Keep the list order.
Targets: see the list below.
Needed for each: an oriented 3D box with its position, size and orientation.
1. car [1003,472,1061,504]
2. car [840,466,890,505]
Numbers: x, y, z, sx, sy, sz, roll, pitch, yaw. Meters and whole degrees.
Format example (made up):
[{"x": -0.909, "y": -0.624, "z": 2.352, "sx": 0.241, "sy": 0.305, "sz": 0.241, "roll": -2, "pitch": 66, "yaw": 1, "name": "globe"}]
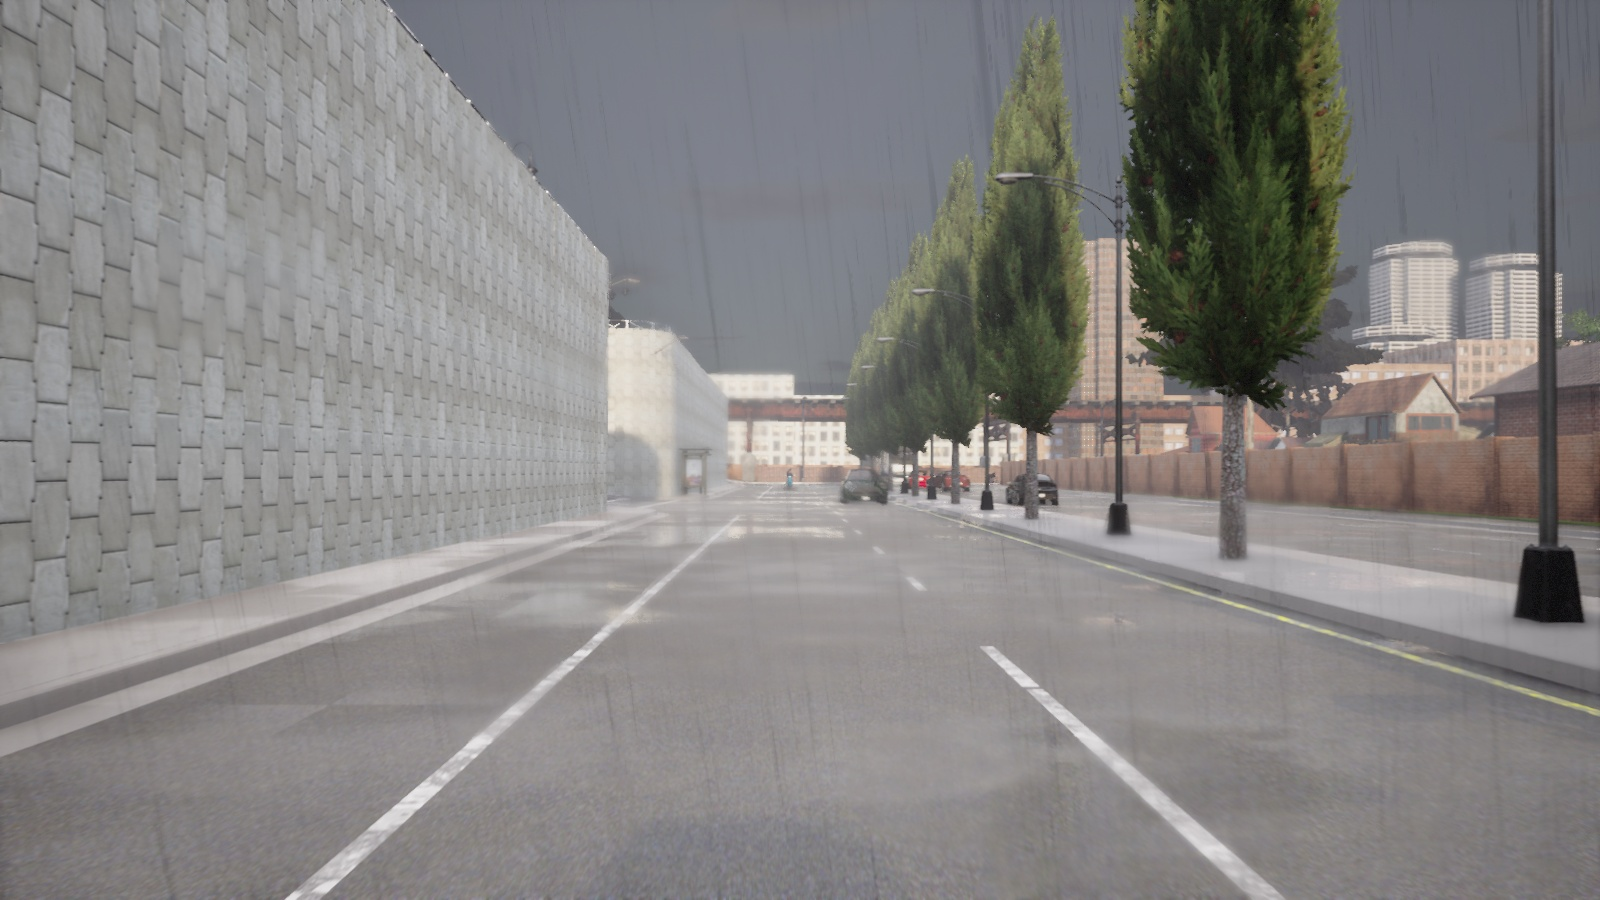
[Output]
[{"x": 11.011, "y": 1.777, "z": 59.884, "sx": 1.837, "sy": 1.490, "sz": 4.892, "roll": 0, "pitch": -1, "yaw": 0, "name": "car"}, {"x": 3.015, "y": 1.650, "z": 59.392, "sx": 2.097, "sy": 1.767, "sz": 4.553, "roll": 0, "pitch": -1, "yaw": 0, "name": "car"}]
